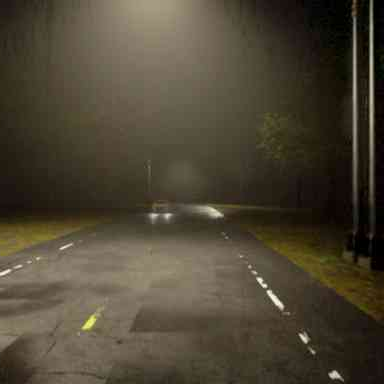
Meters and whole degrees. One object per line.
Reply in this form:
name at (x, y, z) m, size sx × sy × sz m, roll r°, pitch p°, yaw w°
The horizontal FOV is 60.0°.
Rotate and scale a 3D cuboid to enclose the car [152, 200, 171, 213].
car at (-3.600, 1.693, 39.716) m, size 1.882 × 1.535 × 5.008 m, roll 0°, pitch -1°, yaw 0°
